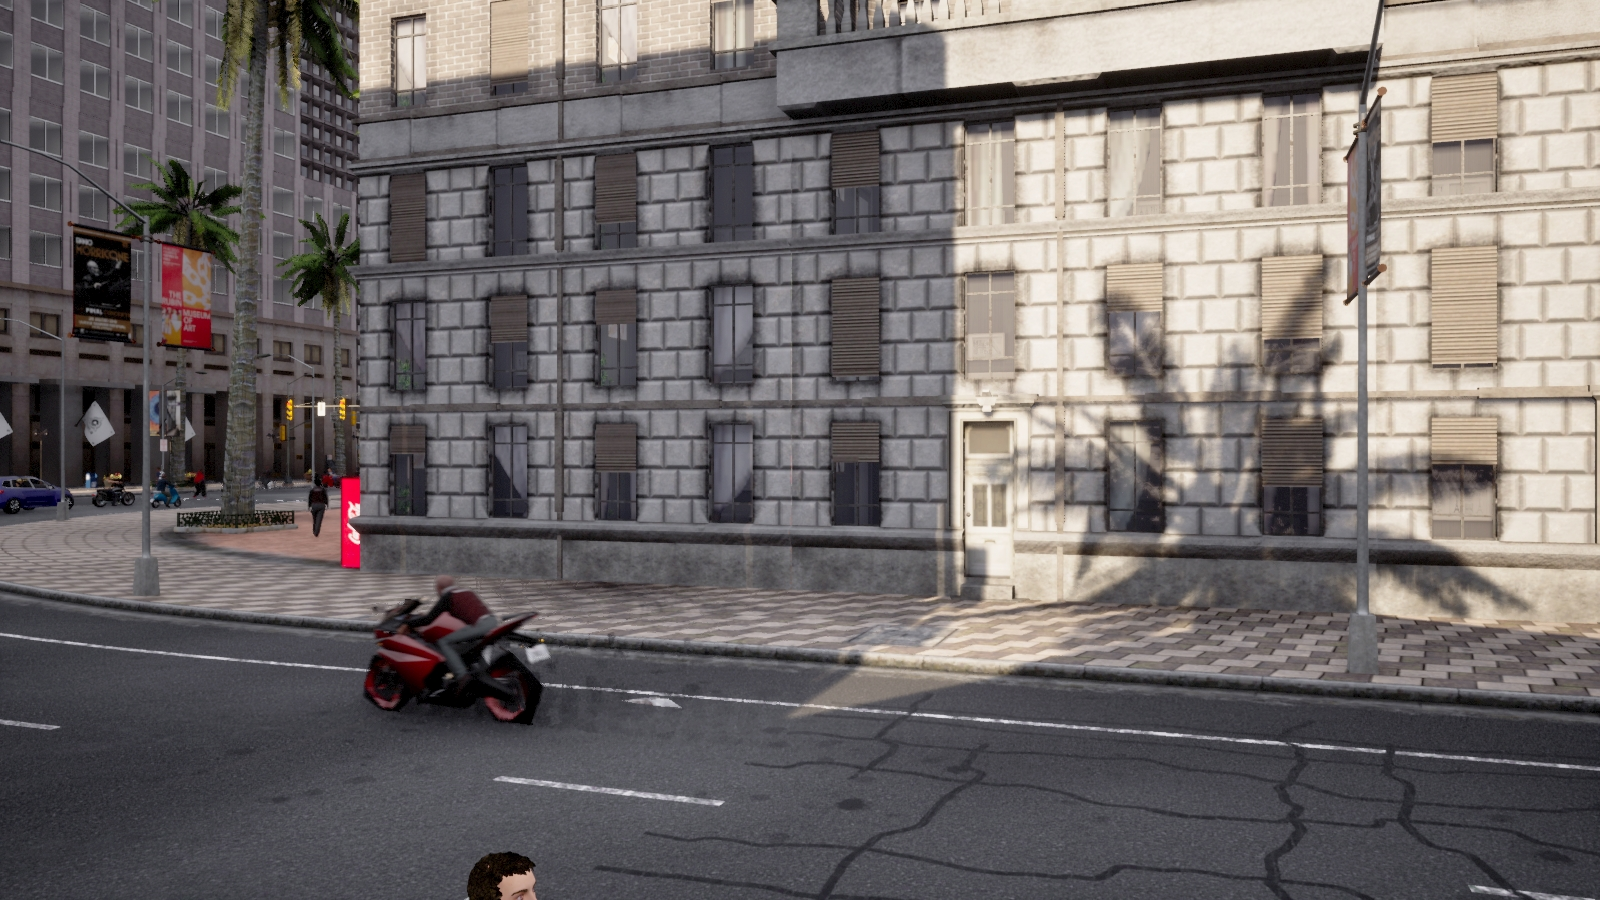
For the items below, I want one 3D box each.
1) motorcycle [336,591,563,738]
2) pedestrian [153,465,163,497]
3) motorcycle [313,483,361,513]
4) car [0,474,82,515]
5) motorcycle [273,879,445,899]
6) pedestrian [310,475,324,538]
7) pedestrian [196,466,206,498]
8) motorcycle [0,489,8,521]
[{"bbox_3d":[-3.684,2.205,12.000,2.209,1.251,0.867,0,0,21],"label":"motorcycle"},{"bbox_3d":[-38.030,1.849,67.688,0.375,1.860,0.375,0,0,14],"label":"pedestrian"},{"bbox_3d":[-21.134,2.170,52.239,0.764,1.277,2.356,0,0,16],"label":"motorcycle"},{"bbox_3d":[-35.215,1.968,51.598,2.242,1.667,4.611,0,0,9],"label":"car"},{"bbox_3d":[-1.030,2.213,3.640,2.033,1.145,0.803,0,0,20],"label":"motorcycle"},{"bbox_3d":[-14.536,1.696,34.390,0.375,1.860,0.375,0,0,-20],"label":"pedestrian"},{"bbox_3d":[-34.543,1.849,65.882,0.375,1.860,0.375,0,0,15],"label":"pedestrian"},{"bbox_3d":[-32.366,2.205,45.022,0.867,1.251,2.209,0,0,-3],"label":"motorcycle"}]
